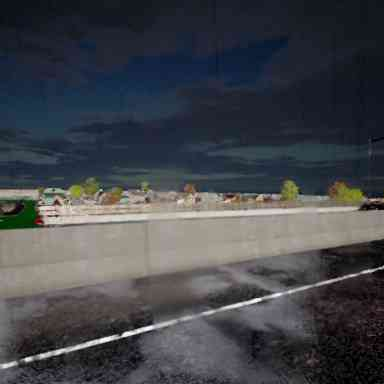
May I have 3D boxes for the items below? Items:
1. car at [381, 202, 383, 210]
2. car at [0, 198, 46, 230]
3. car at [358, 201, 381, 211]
[{"bbox_3d":[23.812,1.771,37.501,4.892,1.490,1.837,0,0,-34],"label":"car"},{"bbox_3d":[-7.922,1.217,11.232,5.566,2.045,2.150,0,0,-35],"label":"car"},{"bbox_3d":[22.224,1.835,40.648,4.181,1.385,1.994,1,0,-34],"label":"car"}]
